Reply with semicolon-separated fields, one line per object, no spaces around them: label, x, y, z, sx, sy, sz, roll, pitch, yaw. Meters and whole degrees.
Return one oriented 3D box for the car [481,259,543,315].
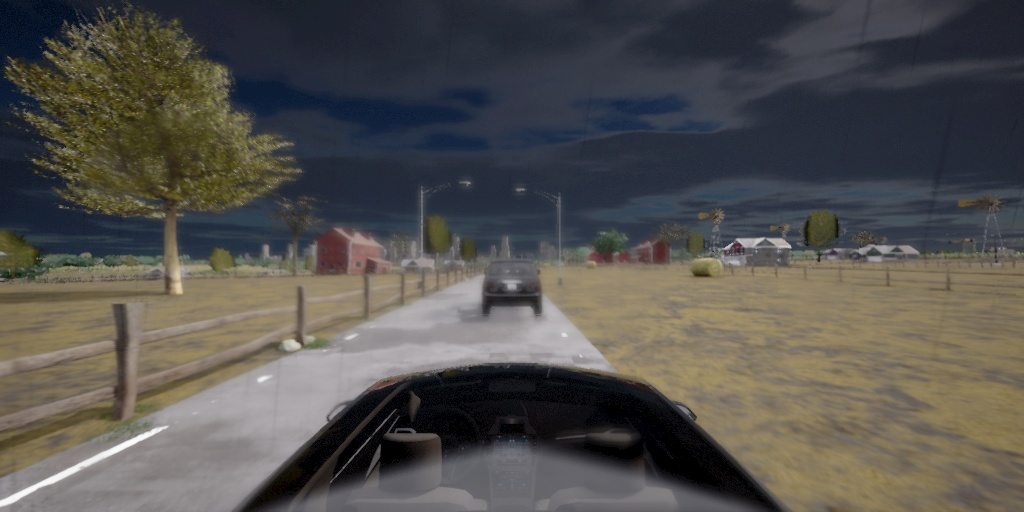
car;0.009;1.125;14.445;2.150;2.045;5.566;0;0;0
